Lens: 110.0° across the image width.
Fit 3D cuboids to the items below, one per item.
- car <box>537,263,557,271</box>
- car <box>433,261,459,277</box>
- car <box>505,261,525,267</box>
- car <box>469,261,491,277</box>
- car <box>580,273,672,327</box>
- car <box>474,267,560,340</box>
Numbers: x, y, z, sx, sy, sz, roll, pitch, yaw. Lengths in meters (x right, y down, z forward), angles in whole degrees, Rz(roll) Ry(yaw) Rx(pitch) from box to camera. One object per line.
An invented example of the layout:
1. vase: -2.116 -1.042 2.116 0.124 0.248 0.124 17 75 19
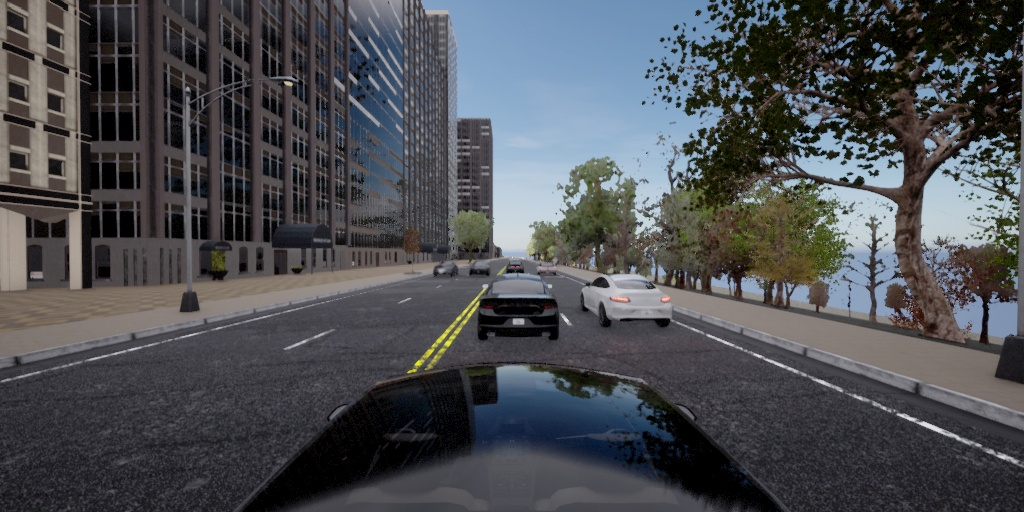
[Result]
1. car: 3.591 1.340 37.968 1.895 1.301 4.718 0 0 0
2. car: -6.361 1.232 34.928 2.128 1.511 4.902 0 0 1
3. car: 0.337 1.245 37.324 1.837 1.490 4.892 0 0 0
4. car: -3.102 1.218 35.685 1.882 1.535 5.008 0 0 1
5. car: 3.412 1.273 11.360 1.812 1.442 4.674 0 0 0
6. car: 0.155 1.225 9.979 1.882 1.535 5.008 0 0 0
